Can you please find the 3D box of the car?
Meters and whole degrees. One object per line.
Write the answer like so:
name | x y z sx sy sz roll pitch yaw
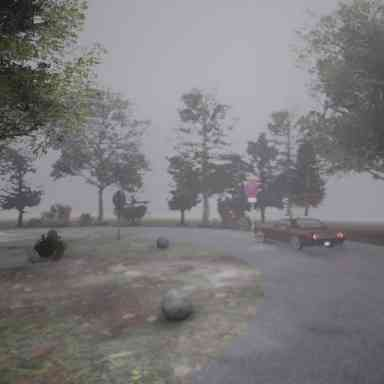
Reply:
car | 4.751 1.853 15.568 1.895 1.301 4.718 0 -1 -19
